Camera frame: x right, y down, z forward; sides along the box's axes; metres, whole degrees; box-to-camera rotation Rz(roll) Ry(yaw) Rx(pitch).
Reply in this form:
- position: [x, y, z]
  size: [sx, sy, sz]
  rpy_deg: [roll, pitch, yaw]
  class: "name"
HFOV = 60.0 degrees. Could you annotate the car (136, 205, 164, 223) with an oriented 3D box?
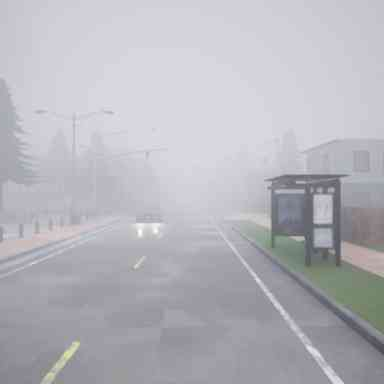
- position: [-3.516, 1.835, 28.437]
  size: [1.994, 1.385, 4.181]
  rpy_deg: [0, -1, 0]
  class: "car"
